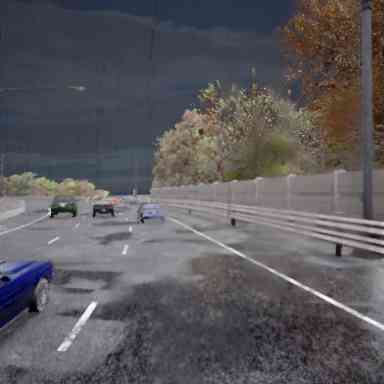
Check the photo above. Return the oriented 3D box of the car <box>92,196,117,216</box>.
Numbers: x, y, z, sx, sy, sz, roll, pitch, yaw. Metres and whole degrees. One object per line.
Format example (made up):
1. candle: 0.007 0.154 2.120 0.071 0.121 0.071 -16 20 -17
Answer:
1. car: -8.740 1.493 32.582 1.882 1.535 5.008 0 0 -17

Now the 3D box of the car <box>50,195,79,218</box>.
1. car: -11.979 1.258 31.354 2.150 2.045 5.566 0 0 -17

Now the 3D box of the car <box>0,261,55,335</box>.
1. car: -3.628 1.617 4.683 1.895 1.301 4.718 0 0 -3

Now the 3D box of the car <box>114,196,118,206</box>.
1. car: -13.561 1.370 55.619 2.097 1.767 4.553 0 0 -17

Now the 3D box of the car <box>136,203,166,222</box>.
1. car: -3.260 1.537 26.036 2.033 1.411 5.357 0 0 -13
